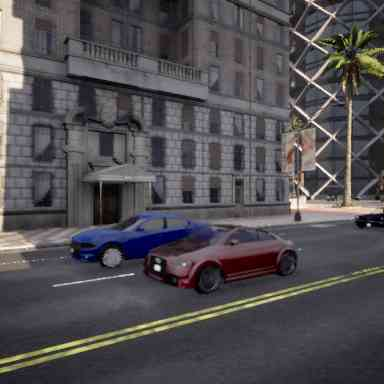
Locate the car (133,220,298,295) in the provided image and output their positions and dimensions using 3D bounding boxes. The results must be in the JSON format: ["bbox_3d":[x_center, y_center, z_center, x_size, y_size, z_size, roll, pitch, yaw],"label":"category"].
[{"bbox_3d":[0.847,1.564,8.791,4.181,1.385,1.994,0,0,-35],"label":"car"}]

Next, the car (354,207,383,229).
[{"bbox_3d":[12.085,1.601,20.469,4.718,1.301,1.895,0,0,-33],"label":"car"}]

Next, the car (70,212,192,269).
[{"bbox_3d":[-1.524,1.477,11.391,5.008,1.535,1.882,0,0,-34],"label":"car"}]
